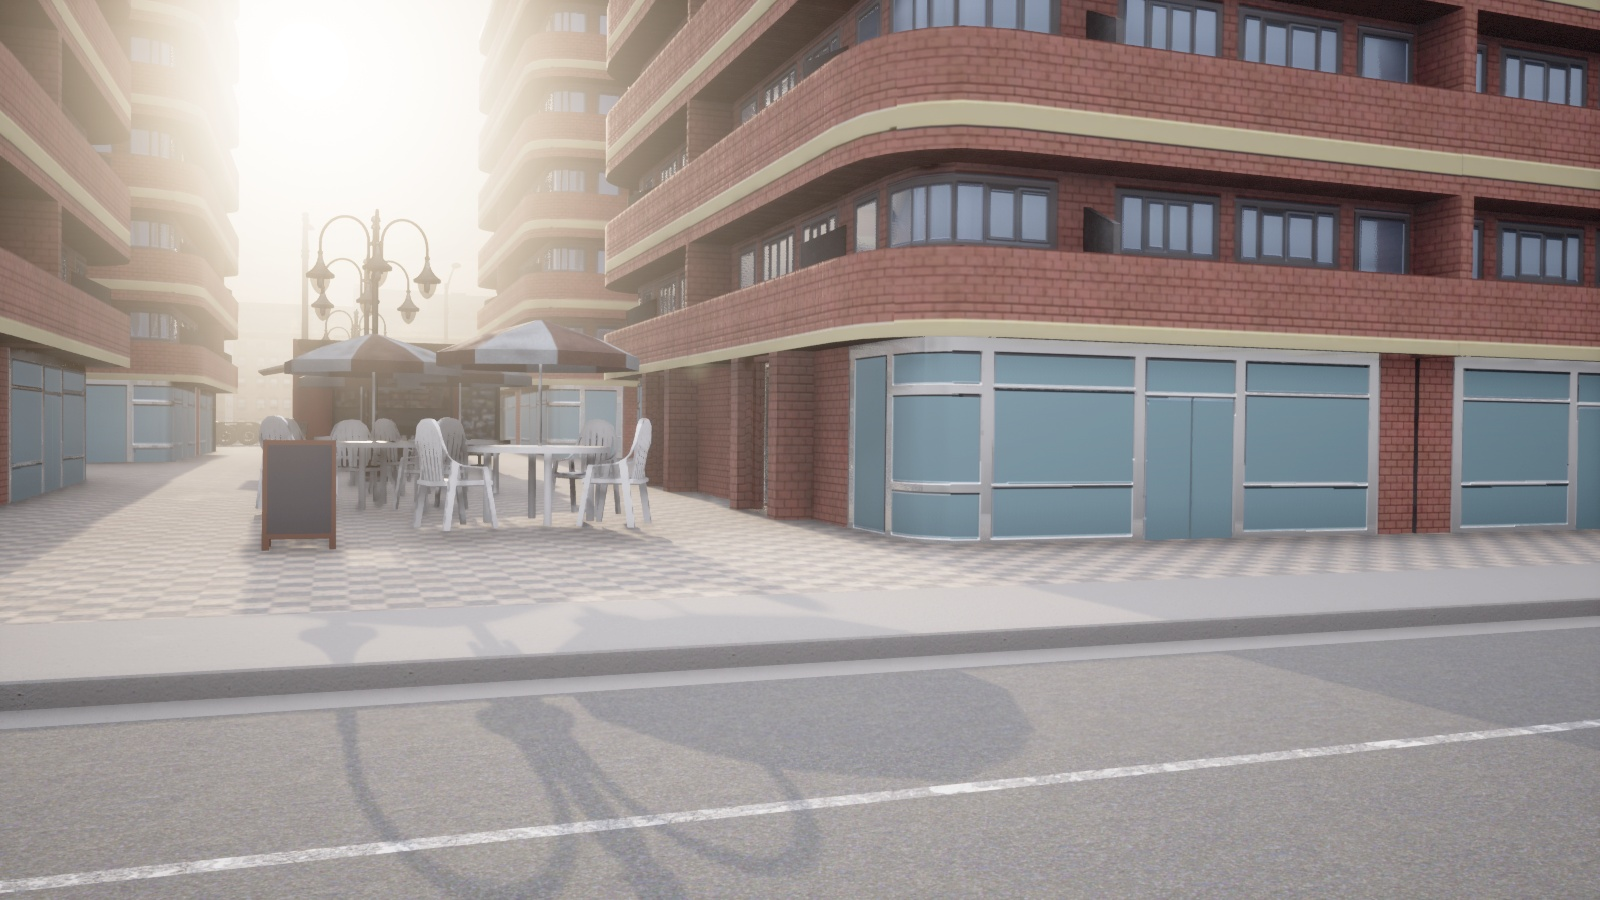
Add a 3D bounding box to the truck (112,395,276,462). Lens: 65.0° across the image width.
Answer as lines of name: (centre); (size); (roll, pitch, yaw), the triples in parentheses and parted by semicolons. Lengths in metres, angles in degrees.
truck: (-33.850, -1.241, 70.484); (7.936, 3.462, 2.891); (-2, 1, -21)
